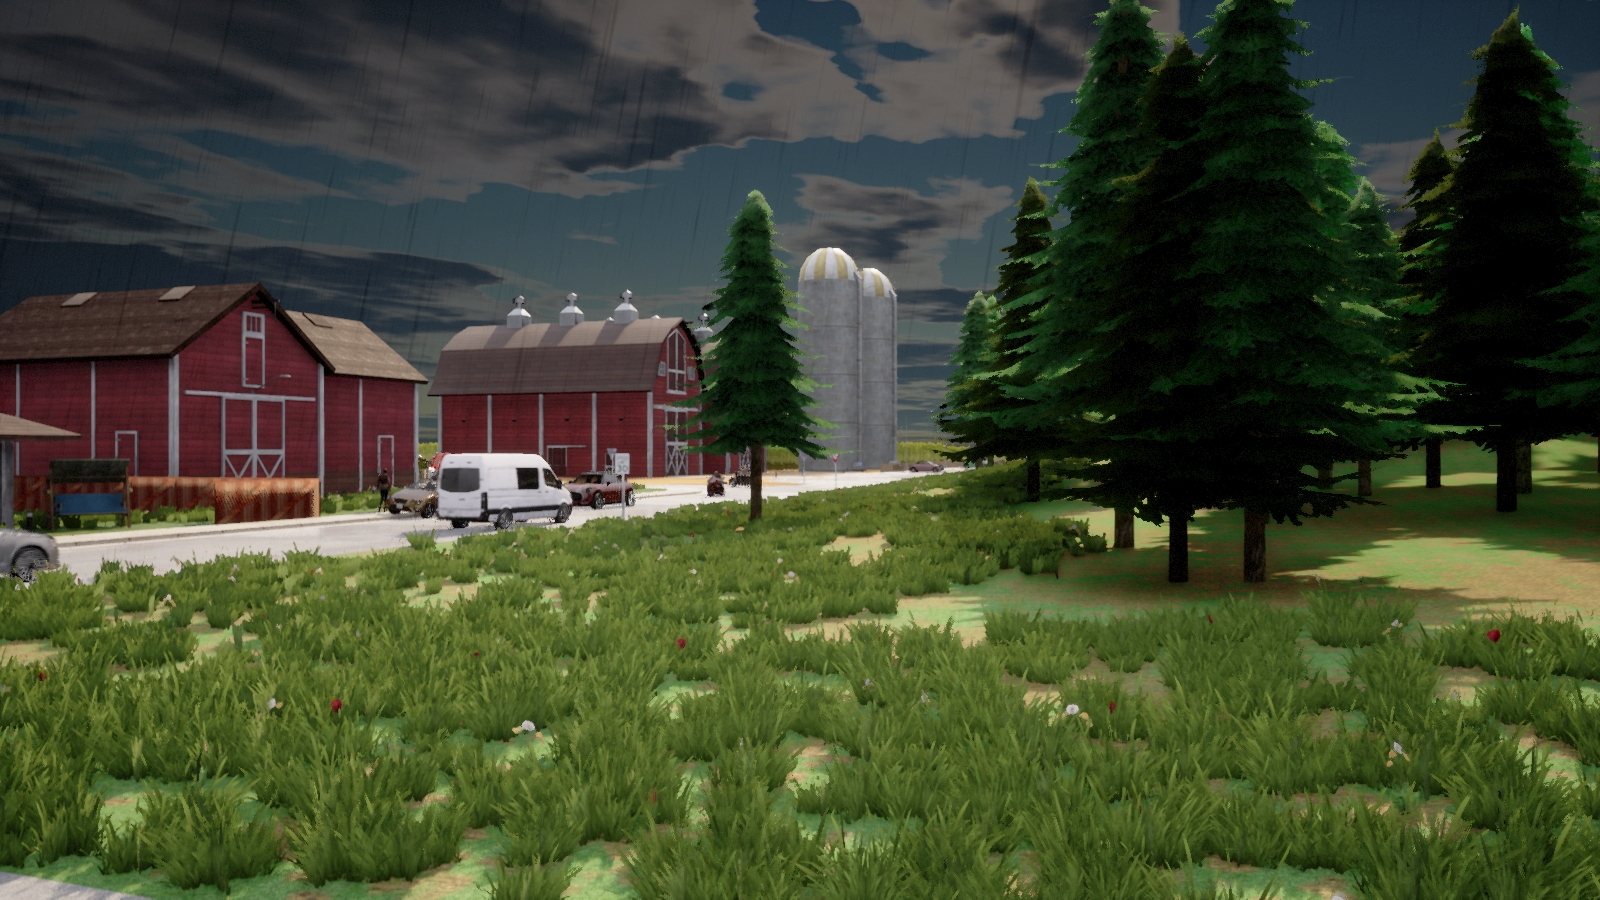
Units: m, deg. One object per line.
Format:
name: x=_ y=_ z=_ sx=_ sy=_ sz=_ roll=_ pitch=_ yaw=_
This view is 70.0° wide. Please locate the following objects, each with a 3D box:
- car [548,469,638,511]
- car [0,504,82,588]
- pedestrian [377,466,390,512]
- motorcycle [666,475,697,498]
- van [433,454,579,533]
car: x=-9.458 y=1.790 z=52.593 sx=2.097 sy=1.767 sz=4.553 roll=0 pitch=0 yaw=20
car: x=-16.859 y=1.929 z=21.959 sx=2.128 sy=1.511 sz=4.902 roll=0 pitch=0 yaw=20
pedestrian: x=-16.868 y=1.584 z=46.227 sx=0.375 sy=1.860 sz=0.375 roll=0 pitch=0 yaw=2
motorcycle: x=-6.849 y=2.092 z=66.175 sx=0.867 sy=1.251 sz=2.209 roll=0 pitch=0 yaw=20
van: x=-10.211 y=1.416 z=40.294 sx=1.988 sy=2.561 sz=5.915 roll=0 pitch=0 yaw=20
